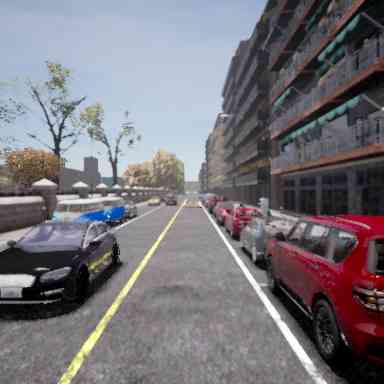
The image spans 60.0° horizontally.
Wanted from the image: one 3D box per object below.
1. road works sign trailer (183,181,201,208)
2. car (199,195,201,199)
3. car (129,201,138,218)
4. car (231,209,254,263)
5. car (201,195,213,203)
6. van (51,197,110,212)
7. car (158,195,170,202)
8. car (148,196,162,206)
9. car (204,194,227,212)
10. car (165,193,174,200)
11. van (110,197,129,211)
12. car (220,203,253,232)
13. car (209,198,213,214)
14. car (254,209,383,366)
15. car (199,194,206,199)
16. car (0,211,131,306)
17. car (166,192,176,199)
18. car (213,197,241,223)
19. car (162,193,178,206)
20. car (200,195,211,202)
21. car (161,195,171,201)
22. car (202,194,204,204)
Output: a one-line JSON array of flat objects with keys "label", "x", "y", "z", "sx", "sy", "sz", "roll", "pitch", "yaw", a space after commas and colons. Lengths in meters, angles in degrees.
[{"label": "road works sign trailer", "x": 0.017, "y": 0.309, "z": 44.602, "sx": 2.380, "sy": 3.560, "sz": 2.880, "roll": 0, "pitch": 0, "yaw": 0}, {"label": "car", "x": 2.712, "y": 1.378, "z": 56.415, "sx": 1.947, "sy": 1.339, "sz": 4.313, "roll": 0, "pitch": 0, "yaw": 0}, {"label": "car", "x": -5.678, "y": 1.444, "z": 28.266, "sx": 2.008, "sy": 1.369, "sz": 4.403, "roll": 0, "pitch": 0, "yaw": 0}, {"label": "car", "x": 2.696, "y": 1.504, "z": 11.374, "sx": 2.008, "sy": 1.369, "sz": 4.403, "roll": 0, "pitch": 0, "yaw": 0}, {"label": "car", "x": 2.714, "y": 1.347, "z": 62.046, "sx": 2.008, "sy": 1.369, "sz": 4.403, "roll": 0, "pitch": 0, "yaw": 0}, {"label": "van", "x": -5.682, "y": 1.273, "z": 17.006, "sx": 1.690, "sy": 1.788, "sz": 3.998, "roll": 0, "pitch": 0, "yaw": 0}, {"label": "car", "x": -5.664, "y": 1.346, "z": 67.680, "sx": 1.947, "sy": 1.339, "sz": 4.313, "roll": 0, "pitch": 0, "yaw": 0}, {"label": "car", "x": -5.670, "y": 1.354, "z": 50.618, "sx": 1.752, "sy": 1.417, "sz": 4.829, "roll": 0, "pitch": 0, "yaw": 0}, {"label": "car", "x": 2.704, "y": 1.191, "z": 33.893, "sx": 2.192, "sy": 1.841, "sz": 5.009, "roll": 0, "pitch": 0, "yaw": 0}, {"label": "car", "x": -5.658, "y": 1.182, "z": 84.567, "sx": 1.967, "sy": 1.590, "sz": 4.097, "roll": 0, "pitch": 0, "yaw": 0}, {"label": "van", "x": -5.679, "y": 1.253, "z": 22.635, "sx": 1.690, "sy": 1.788, "sz": 3.998, "roll": 0, "pitch": 0, "yaw": 0}, {"label": "car", "x": 2.698, "y": 1.477, "z": 17.004, "sx": 1.887, "sy": 1.381, "sz": 4.507, "roll": 0, "pitch": 0, "yaw": 0}, {"label": "car", "x": 2.702, "y": 1.475, "z": 28.264, "sx": 1.802, "sy": 1.307, "sz": 4.206, "roll": 0, "pitch": 0, "yaw": 0}, {"label": "car", "x": 2.695, "y": 1.291, "z": 5.742, "sx": 2.192, "sy": 1.841, "sz": 5.009, "roll": 0, "pitch": 0, "yaw": 0}, {"label": "car", "x": 2.723, "y": 1.316, "z": 90.195, "sx": 1.802, "sy": 1.307, "sz": 4.206, "roll": 0, "pitch": 0, "yaw": 0}, {"label": "car", "x": -3.096, "y": 1.457, "z": 8.155, "sx": 2.128, "sy": 1.511, "sz": 4.902, "roll": 0, "pitch": 0, "yaw": 0}, {"label": "car", "x": -5.657, "y": 1.049, "z": 90.198, "sx": 2.192, "sy": 1.841, "sz": 5.009, "roll": 0, "pitch": 0, "yaw": 0}, {"label": "car", "x": 2.701, "y": 1.352, "z": 22.633, "sx": 1.967, "sy": 1.590, "sz": 4.097, "roll": 0, "pitch": 0, "yaw": 0}, {"label": "car", "x": -3.054, "y": 1.333, "z": 50.486, "sx": 1.837, "sy": 1.490, "sz": 4.892, "roll": 0, "pitch": 0, "yaw": 0}, {"label": "car", "x": 2.716, "y": 1.325, "z": 67.676, "sx": 1.887, "sy": 1.381, "sz": 4.507, "roll": 0, "pitch": 0, "yaw": 0}, {"label": "car", "x": -5.663, "y": 1.347, "z": 73.311, "sx": 1.802, "sy": 1.307, "sz": 4.206, "roll": 0, "pitch": 0, "yaw": 0}, {"label": "car", "x": 2.708, "y": 1.283, "z": 45.153, "sx": 1.967, "sy": 1.590, "sz": 4.097, "roll": 0, "pitch": 0, "yaw": 0}]
